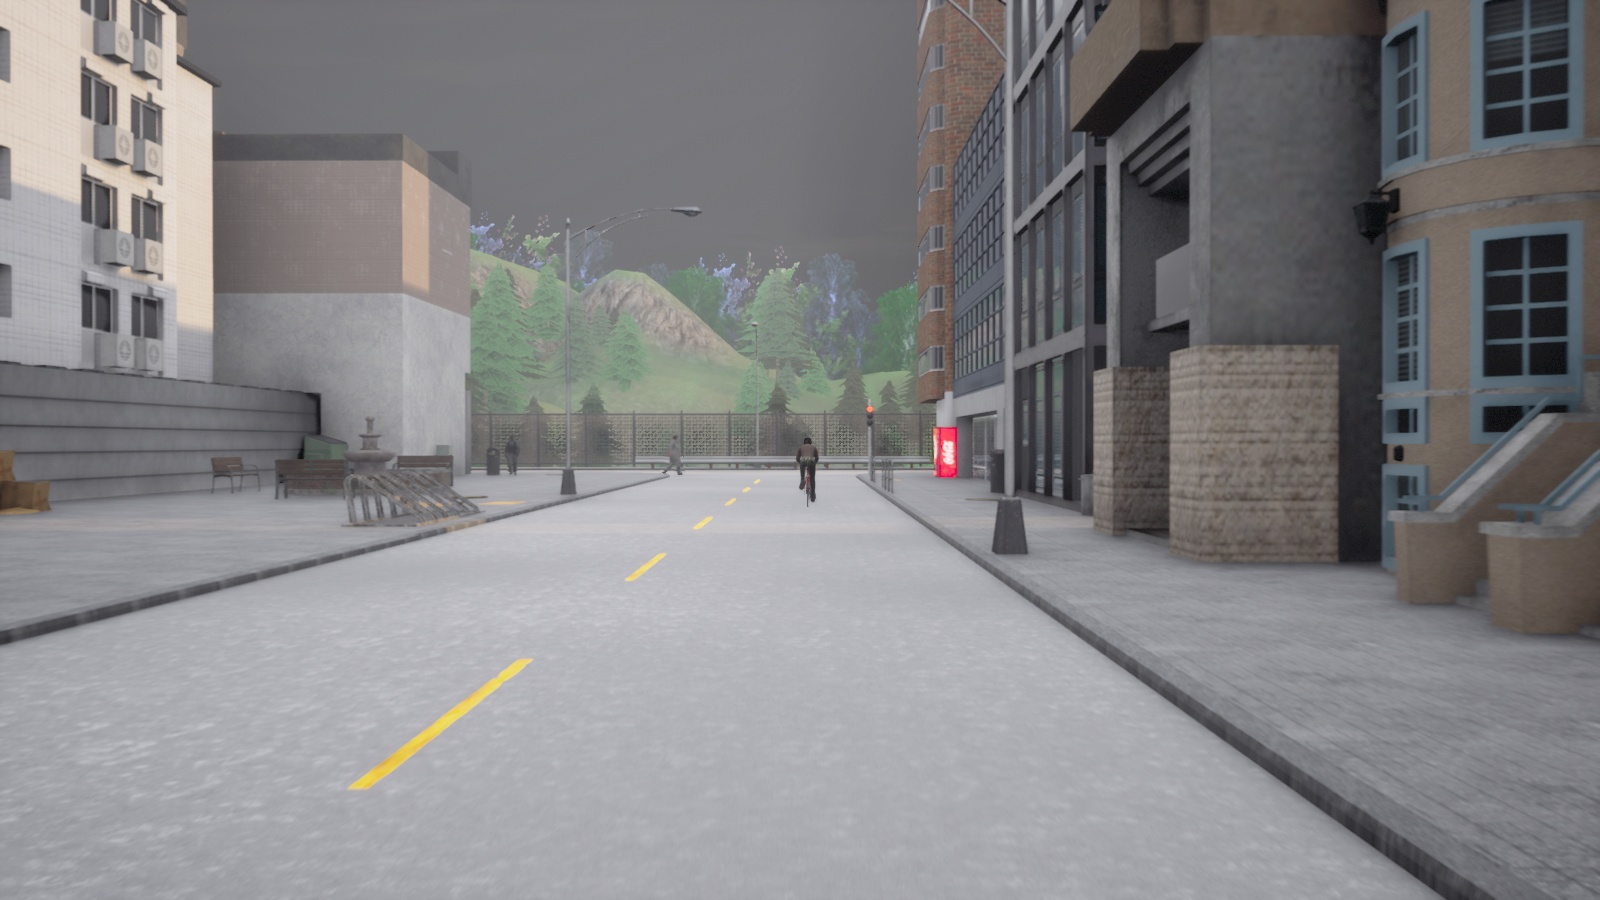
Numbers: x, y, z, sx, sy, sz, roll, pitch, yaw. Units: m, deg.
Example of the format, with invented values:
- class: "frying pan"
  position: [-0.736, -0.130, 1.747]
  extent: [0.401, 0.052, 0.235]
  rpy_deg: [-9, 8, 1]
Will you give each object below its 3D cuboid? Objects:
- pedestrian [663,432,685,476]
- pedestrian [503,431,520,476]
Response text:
- class: "pedestrian"
  position: [-5.610, 0.187, 55.996]
  extent: [0.873, 1.952, 0.659]
  rpy_deg: [0, 0, 5]
- class: "pedestrian"
  position: [-12.354, 0.153, 53.816]
  extent: [0.563, 1.883, 0.849]
  rpy_deg: [0, 0, -2]
